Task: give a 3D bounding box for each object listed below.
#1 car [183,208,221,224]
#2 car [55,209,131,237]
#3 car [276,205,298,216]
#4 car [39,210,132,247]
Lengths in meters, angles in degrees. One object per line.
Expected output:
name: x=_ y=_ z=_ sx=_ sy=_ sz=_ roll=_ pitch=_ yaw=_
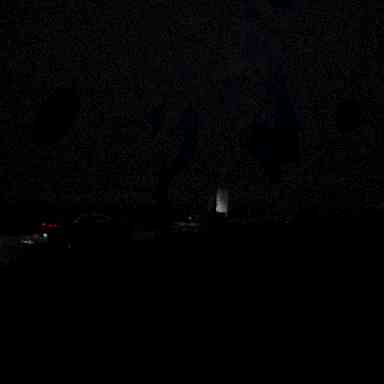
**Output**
car: x=0.991 y=2.130 z=30.555 sx=1.994 sy=1.385 sz=4.181 roll=1 pitch=-1 yaw=35
car: x=-6.016 y=1.846 z=20.672 sx=1.994 sy=1.385 sz=4.181 roll=1 pitch=0 yaw=36
car: x=13.996 y=2.703 z=48.750 sx=1.837 sy=1.490 sz=4.892 roll=1 pitch=-1 yaw=36
car: x=-5.188 y=1.773 z=16.913 sx=2.128 sy=1.511 sz=4.902 roll=1 pitch=0 yaw=35
